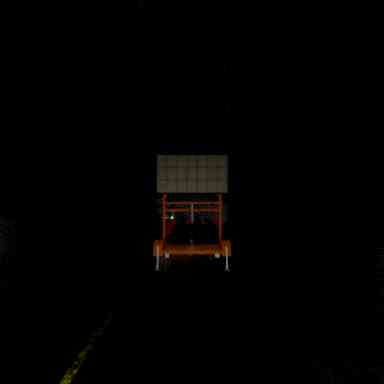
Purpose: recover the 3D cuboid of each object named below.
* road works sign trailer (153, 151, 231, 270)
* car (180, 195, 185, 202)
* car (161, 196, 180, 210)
[{"bbox_3d":[0.008,0.465,10.955,2.380,3.560,2.880,0,0,0],"label":"road works sign trailer"},{"bbox_3d":[-2.925,1.661,85.163,1.837,1.490,4.892,0,-1,0],"label":"car"},{"bbox_3d":[-3.061,1.524,44.549,2.128,1.511,4.902,0,0,0],"label":"car"}]
